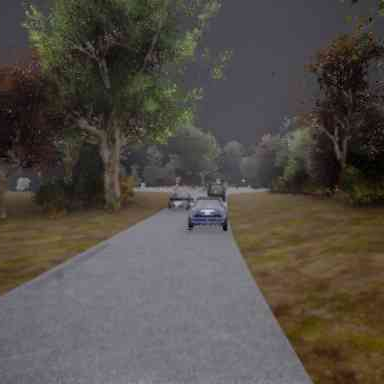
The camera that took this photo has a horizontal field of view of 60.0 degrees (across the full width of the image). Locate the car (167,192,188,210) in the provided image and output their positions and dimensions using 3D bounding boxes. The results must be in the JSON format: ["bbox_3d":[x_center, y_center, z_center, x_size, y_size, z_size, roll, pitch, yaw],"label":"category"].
[{"bbox_3d":[-0.974,0.742,30.155,2.128,1.511,4.902,2,2,6],"label":"car"}]

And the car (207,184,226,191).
[{"bbox_3d":[3.000,0.023,40.895,2.150,2.045,5.566,0,2,6],"label":"car"}]

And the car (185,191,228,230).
[{"bbox_3d":[0.954,1.046,19.154,2.097,1.767,4.553,0,2,4],"label":"car"}]
